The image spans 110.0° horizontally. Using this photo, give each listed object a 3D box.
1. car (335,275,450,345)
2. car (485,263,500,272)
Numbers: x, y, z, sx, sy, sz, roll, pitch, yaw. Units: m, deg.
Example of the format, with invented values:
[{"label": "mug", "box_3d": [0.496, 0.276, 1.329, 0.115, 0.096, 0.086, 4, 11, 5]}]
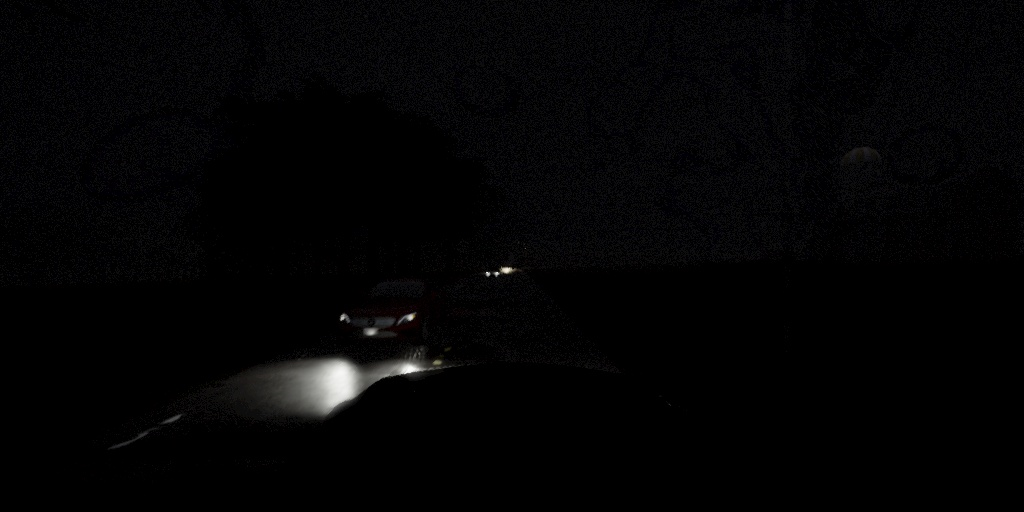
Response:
[{"label": "car", "box_3d": [-2.849, 1.267, 9.561, 1.812, 1.442, 4.674, 0, 0, 0]}, {"label": "car", "box_3d": [-2.798, 1.650, 52.419, 1.994, 1.385, 4.181, 0, -1, 0]}]
